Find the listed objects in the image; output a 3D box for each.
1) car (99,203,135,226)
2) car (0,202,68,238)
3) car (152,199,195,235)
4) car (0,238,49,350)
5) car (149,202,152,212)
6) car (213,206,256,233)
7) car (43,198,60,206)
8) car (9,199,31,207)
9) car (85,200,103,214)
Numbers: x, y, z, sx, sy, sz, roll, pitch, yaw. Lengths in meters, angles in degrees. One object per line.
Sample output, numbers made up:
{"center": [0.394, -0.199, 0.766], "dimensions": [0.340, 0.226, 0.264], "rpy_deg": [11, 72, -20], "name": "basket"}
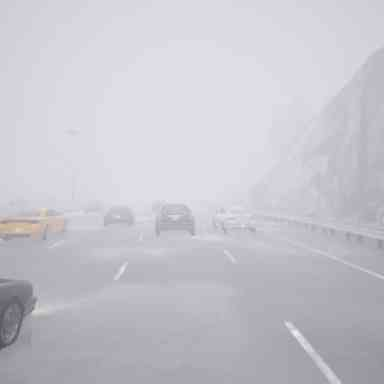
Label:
{"center": [-5.138, 1.615, 23.822], "dimensions": [1.994, 1.385, 4.181], "rpy_deg": [0, 0, -7], "name": "car"}
{"center": [-7.867, 1.523, 17.065], "dimensions": [1.882, 1.535, 5.008], "rpy_deg": [0, 0, -5], "name": "car"}
{"center": [-1.068, 1.386, 19.156], "dimensions": [2.097, 1.767, 4.553], "rpy_deg": [0, 0, -6], "name": "car"}
{"center": [-3.495, 1.561, 3.195], "dimensions": [2.033, 1.411, 5.357], "rpy_deg": [0, 0, -1], "name": "car"}
{"center": [-3.757, 1.576, 37.978], "dimensions": [1.837, 1.490, 4.892], "rpy_deg": [0, 0, -9], "name": "car"}
{"center": [2.417, 1.553, 19.622], "dimensions": [1.812, 1.442, 4.674], "rpy_deg": [0, 0, -6], "name": "car"}
{"center": [-25.254, 1.755, 59.946], "dimensions": [1.895, 1.301, 4.718], "rpy_deg": [0, 0, -9], "name": "car"}
{"center": [-27.829, 1.752, 53.977], "dimensions": [1.895, 1.301, 4.718], "rpy_deg": [0, 0, -9], "name": "car"}
{"center": [-10.635, 1.632, 36.747], "dimensions": [2.033, 1.411, 5.357], "rpy_deg": [0, 0, -9], "name": "car"}
